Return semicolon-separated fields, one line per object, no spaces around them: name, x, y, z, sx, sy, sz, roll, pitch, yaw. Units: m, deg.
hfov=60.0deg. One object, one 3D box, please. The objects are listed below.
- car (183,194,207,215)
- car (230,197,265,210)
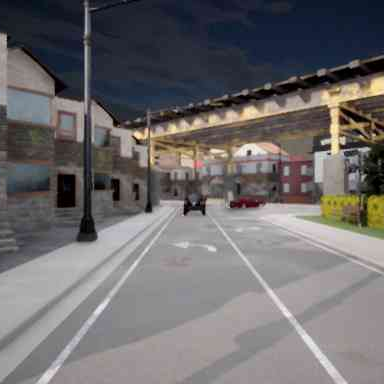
car;0.326;1.203;33.714;2.150;2.045;5.566;0;0;3
car;7.178;1.455;42.854;5.008;1.535;1.882;0;-1;-34
